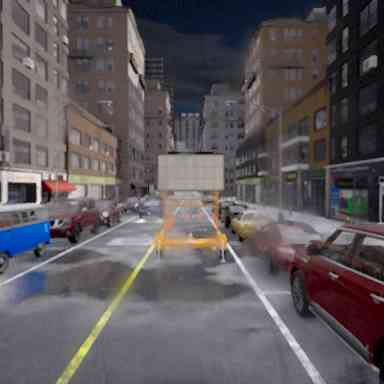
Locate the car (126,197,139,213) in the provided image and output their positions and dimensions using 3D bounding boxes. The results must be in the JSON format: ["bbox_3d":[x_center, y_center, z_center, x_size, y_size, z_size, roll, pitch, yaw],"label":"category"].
[{"bbox_3d":[-5.793,1.226,32.240,1.967,1.590,4.097,-1,0,0],"label":"car"}]

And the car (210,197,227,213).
[{"bbox_3d":[2.764,1.386,26.686,1.947,1.339,4.313,-1,0,0],"label":"car"}]

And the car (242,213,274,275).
[{"bbox_3d":[2.821,1.515,9.929,1.802,1.307,4.206,-1,0,0],"label":"car"}]

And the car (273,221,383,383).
[{"bbox_3d":[2.837,1.285,4.342,2.192,1.841,5.009,-1,0,0],"label":"car"}]

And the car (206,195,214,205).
[{"bbox_3d":[2.746,1.333,32.272,2.008,1.369,4.403,-1,0,0],"label":"car"}]

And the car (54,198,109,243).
[{"bbox_3d":[-5.735,1.214,15.483,2.192,1.841,5.009,-1,0,0],"label":"car"}]

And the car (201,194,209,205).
[{"bbox_3d":[2.689,1.215,49.029,2.008,1.369,4.403,-1,0,0],"label":"car"}]

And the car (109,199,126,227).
[{"bbox_3d":[-5.753,1.302,21.069,1.967,1.590,4.097,-1,0,0],"label":"car"}]

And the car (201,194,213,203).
[{"bbox_3d":[2.652,1.148,60.201,1.947,1.339,4.313,-1,0,0],"label":"car"}]

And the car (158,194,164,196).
[{"bbox_3d":[-5.912,1.089,65.754,1.887,1.381,4.507,-1,0,0],"label":"car"}]

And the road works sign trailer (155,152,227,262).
[{"bbox_3d":[-0.036,0.387,11.741,2.380,3.560,2.880,0,0,0],"label":"road works sign trailer"}]

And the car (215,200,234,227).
[{"bbox_3d":[2.783,1.424,21.101,1.947,1.339,4.313,-1,0,0],"label":"car"}]

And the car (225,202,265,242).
[{"bbox_3d":[2.801,1.420,15.685,1.752,1.417,4.829,-1,0,0],"label":"car"}]

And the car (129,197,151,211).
[{"bbox_3d":[-5.812,1.329,37.827,1.802,1.307,4.206,-1,0,0],"label":"car"}]

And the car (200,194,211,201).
[{"bbox_3d":[2.633,1.123,65.786,1.802,1.307,4.206,-1,0,0],"label":"car"}]

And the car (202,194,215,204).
[{"bbox_3d":[2.670,1.148,54.784,1.752,1.417,4.829,-1,0,0],"label":"car"}]

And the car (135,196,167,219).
[{"bbox_3d":[-3.195,1.344,27.261,1.812,1.442,4.674,0,0,0],"label":"car"}]

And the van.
[{"bbox_3d":[-5.714,1.277,9.897,1.690,1.788,3.998,-1,0,0],"label":"van"}]
